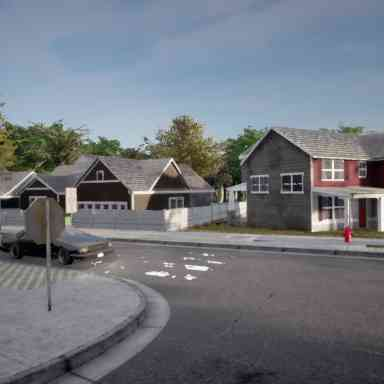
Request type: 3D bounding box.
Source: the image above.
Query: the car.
[{"bbox_3d":[-5.807,2.086,13.993,5.357,1.411,2.033,-2,0,30],"label":"car"}]
